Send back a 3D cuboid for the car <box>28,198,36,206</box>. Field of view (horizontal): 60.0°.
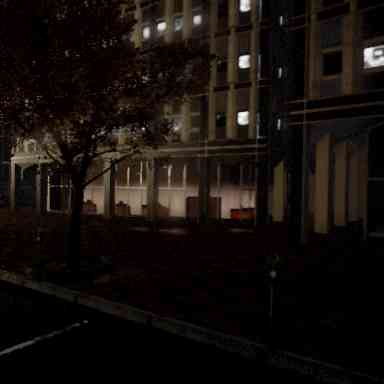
[{"bbox_3d":[-21.845,1.452,48.793,1.802,1.307,4.206,2,1,30],"label":"car"}]

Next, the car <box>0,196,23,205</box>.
[{"bbox_3d":[-29.171,1.258,52.862,1.947,1.339,4.313,2,1,30],"label":"car"}]
